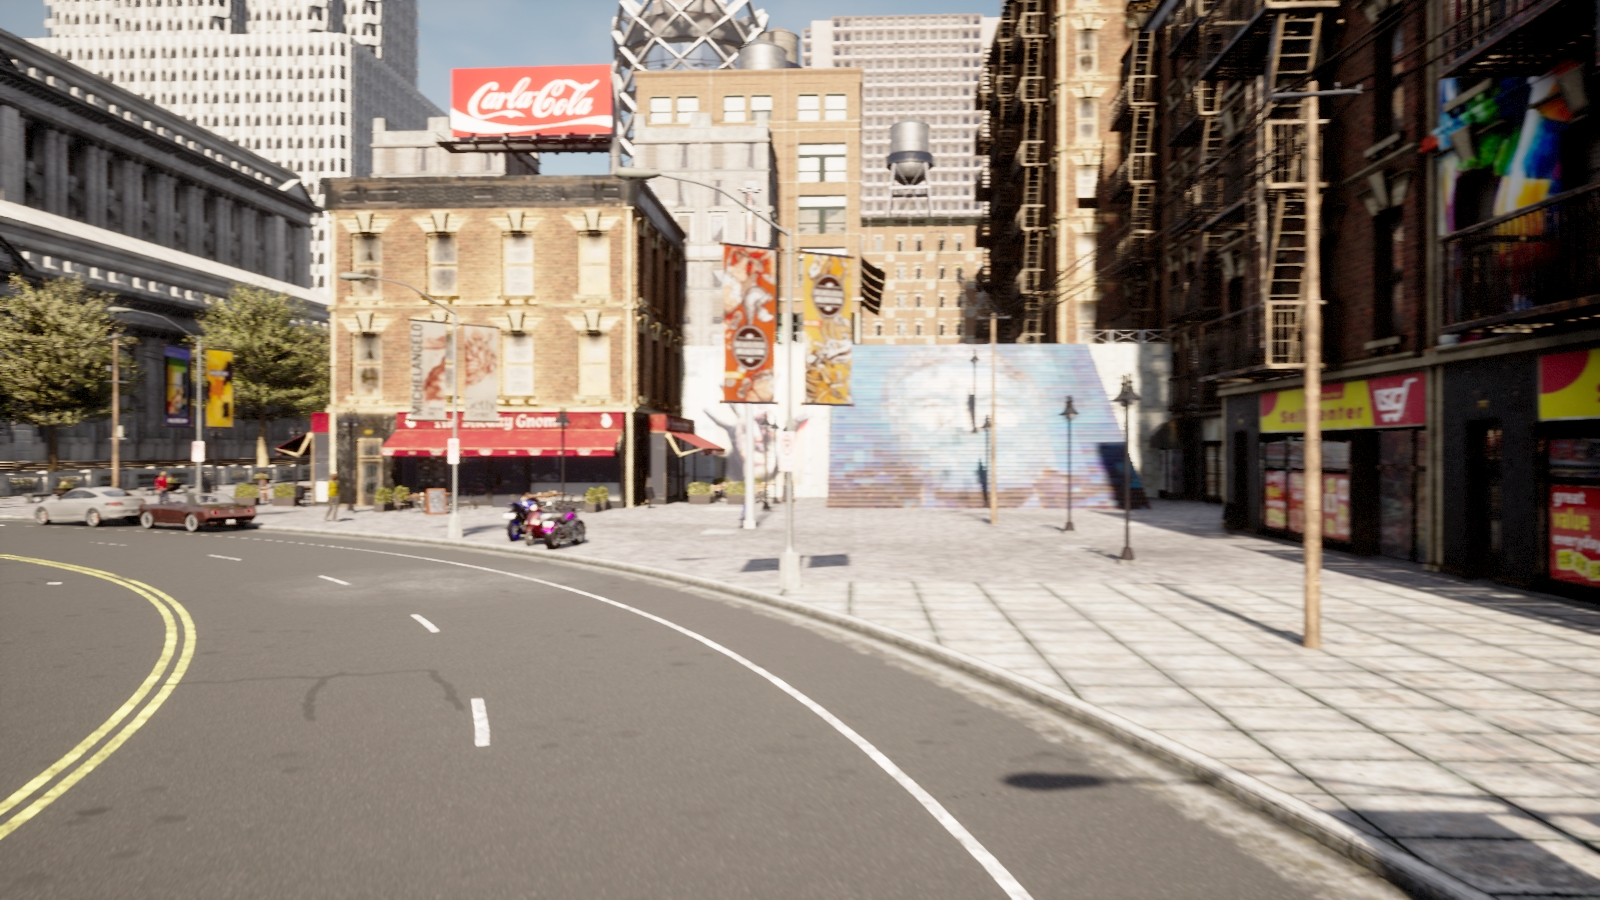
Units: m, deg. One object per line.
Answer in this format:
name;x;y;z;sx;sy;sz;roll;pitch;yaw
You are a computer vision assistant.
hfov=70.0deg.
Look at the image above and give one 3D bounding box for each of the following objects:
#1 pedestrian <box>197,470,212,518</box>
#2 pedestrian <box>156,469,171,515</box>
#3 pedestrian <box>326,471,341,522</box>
pedestrian;-23.237;1.726;44.561;0.375;1.860;0.375;0;0;29
pedestrian;-26.078;1.731;46.803;0.375;1.860;0.375;0;0;27
pedestrian;-17.205;1.721;42.114;0.375;1.860;0.375;0;0;31
